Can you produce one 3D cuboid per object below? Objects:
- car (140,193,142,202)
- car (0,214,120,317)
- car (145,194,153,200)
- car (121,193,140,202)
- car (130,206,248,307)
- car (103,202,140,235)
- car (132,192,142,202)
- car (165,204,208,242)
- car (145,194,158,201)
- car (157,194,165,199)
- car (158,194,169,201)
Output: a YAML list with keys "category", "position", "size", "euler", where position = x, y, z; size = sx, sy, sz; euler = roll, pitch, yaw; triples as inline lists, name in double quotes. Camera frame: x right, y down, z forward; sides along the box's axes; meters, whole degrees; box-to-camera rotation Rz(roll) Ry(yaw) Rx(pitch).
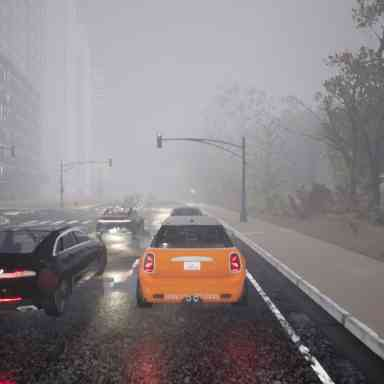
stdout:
- category: "car"
  position: [-10.568, 1.458, 61.341]
  size: [1.837, 1.490, 4.892]
  euler: [0, 0, -7]
- category: "car"
  position: [-3.256, 1.490, 7.417]
  size: [2.128, 1.511, 4.902]
  euler: [0, 0, -1]
- category: "car"
  position: [-11.760, 1.211, 90.443]
  size: [1.882, 1.535, 5.008]
  euler: [0, 0, -10]
- category: "car"
  position: [-9.158, 1.323, 48.693]
  size: [2.097, 1.767, 4.553]
  euler: [0, 0, -6]
- category: "car"
  position: [-0.020, 1.350, 8.116]
  size: [2.097, 1.767, 4.553]
  euler: [0, 0, -1]
- category: "car"
  position: [-3.514, 1.485, 16.892]
  size: [2.128, 1.511, 4.902]
  euler: [0, 0, -2]
- category: "car"
  position: [-12.677, 1.147, 76.632]
  size: [2.150, 2.045, 5.566]
  euler: [0, 0, -9]
- category: "car"
  position: [-0.285, 1.471, 17.337]
  size: [1.882, 1.535, 5.008]
  euler: [0, 0, -1]
- category: "car"
  position: [-9.950, 1.393, 80.140]
  size: [1.882, 1.535, 5.008]
  euler: [0, 0, -9]
- category: "car"
  position: [-8.562, 1.254, 91.022]
  size: [1.812, 1.442, 4.674]
  euler: [0, 0, -10]
- category: "car"
  position: [-6.813, 1.506, 81.077]
  size: [1.895, 1.301, 4.718]
  euler: [0, 0, -10]
